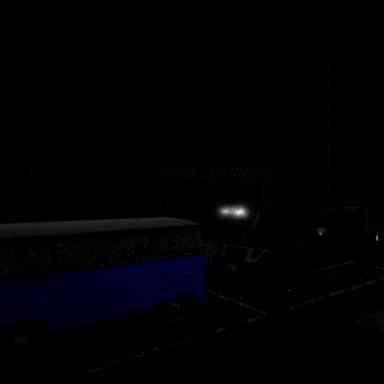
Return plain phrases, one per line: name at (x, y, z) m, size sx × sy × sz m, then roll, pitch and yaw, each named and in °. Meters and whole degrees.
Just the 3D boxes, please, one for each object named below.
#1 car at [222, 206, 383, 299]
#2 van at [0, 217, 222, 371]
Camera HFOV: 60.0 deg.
car at (2.910, 1.313, 8.613) m, size 5.009 × 1.841 × 2.192 m, roll 0°, pitch -1°, yaw -35°
van at (-1.642, 1.341, 5.375) m, size 3.998 × 1.788 × 1.690 m, roll 0°, pitch -1°, yaw -35°
